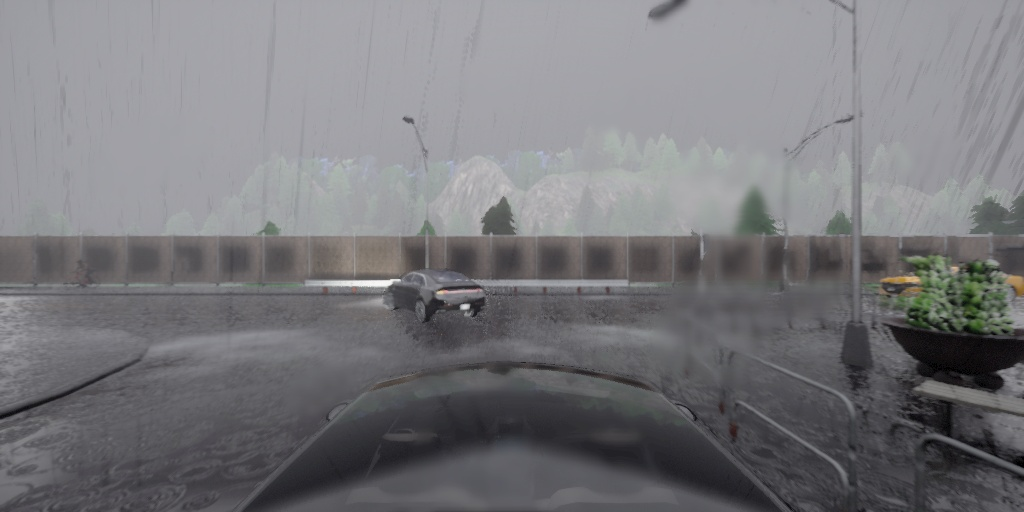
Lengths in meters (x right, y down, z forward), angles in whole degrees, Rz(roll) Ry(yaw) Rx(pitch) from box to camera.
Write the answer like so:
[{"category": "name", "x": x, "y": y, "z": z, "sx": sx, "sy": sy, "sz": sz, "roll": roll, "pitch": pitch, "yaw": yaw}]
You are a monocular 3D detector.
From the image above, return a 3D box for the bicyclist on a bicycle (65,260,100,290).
[{"category": "bicyclist on a bicycle", "x": -24.032, "y": 1.054, "z": 20.107, "sx": 0.582, "sy": 1.620, "sz": 1.656, "roll": 0, "pitch": 0, "yaw": 0}]

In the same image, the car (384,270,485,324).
[{"category": "car", "x": -2.752, "y": 1.216, "z": 12.055, "sx": 2.128, "sy": 1.511, "sz": 4.902, "roll": 1, "pitch": 0, "yaw": -36}]

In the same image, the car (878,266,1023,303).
[{"category": "car", "x": 19.345, "y": 1.192, "z": 15.935, "sx": 5.008, "sy": 1.535, "sz": 1.882, "roll": 0, "pitch": 0, "yaw": 0}]
